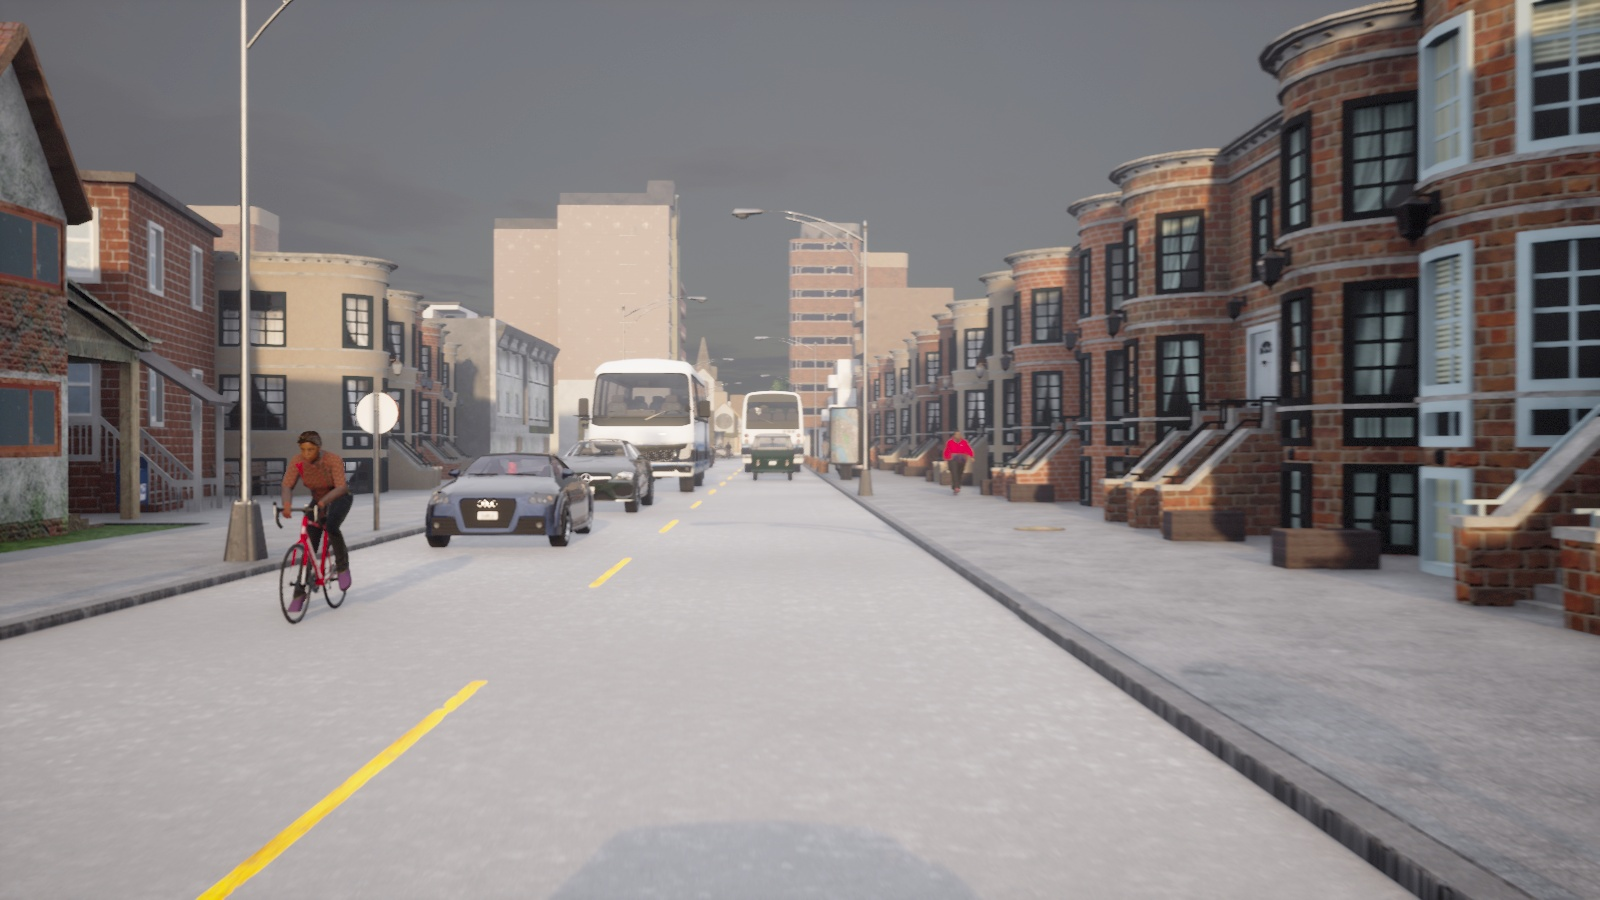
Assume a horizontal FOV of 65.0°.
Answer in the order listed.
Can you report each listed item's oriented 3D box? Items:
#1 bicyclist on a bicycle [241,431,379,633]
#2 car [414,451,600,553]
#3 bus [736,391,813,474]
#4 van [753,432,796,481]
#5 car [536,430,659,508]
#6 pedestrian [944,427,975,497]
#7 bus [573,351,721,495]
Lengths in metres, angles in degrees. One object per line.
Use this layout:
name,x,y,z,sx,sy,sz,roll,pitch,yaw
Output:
bicyclist on a bicycle,-4.216,0.651,10.924,0.582,1.620,1.656,0,1,-1
car,-4.394,0.725,19.524,1.994,1.385,4.181,0,0,-1
bus,-1.413,-0.931,69.958,3.944,4.253,10.273,0,0,-1
van,-1.078,0.270,53.407,1.775,1.987,4.442,0,0,-1
car,-4.589,0.398,29.211,2.152,1.651,5.027,0,0,-1
pedestrian,4.252,0.314,33.515,0.634,1.844,0.899,0,0,-5
bus,-4.854,-0.813,42.295,3.944,4.253,10.273,0,0,-1
